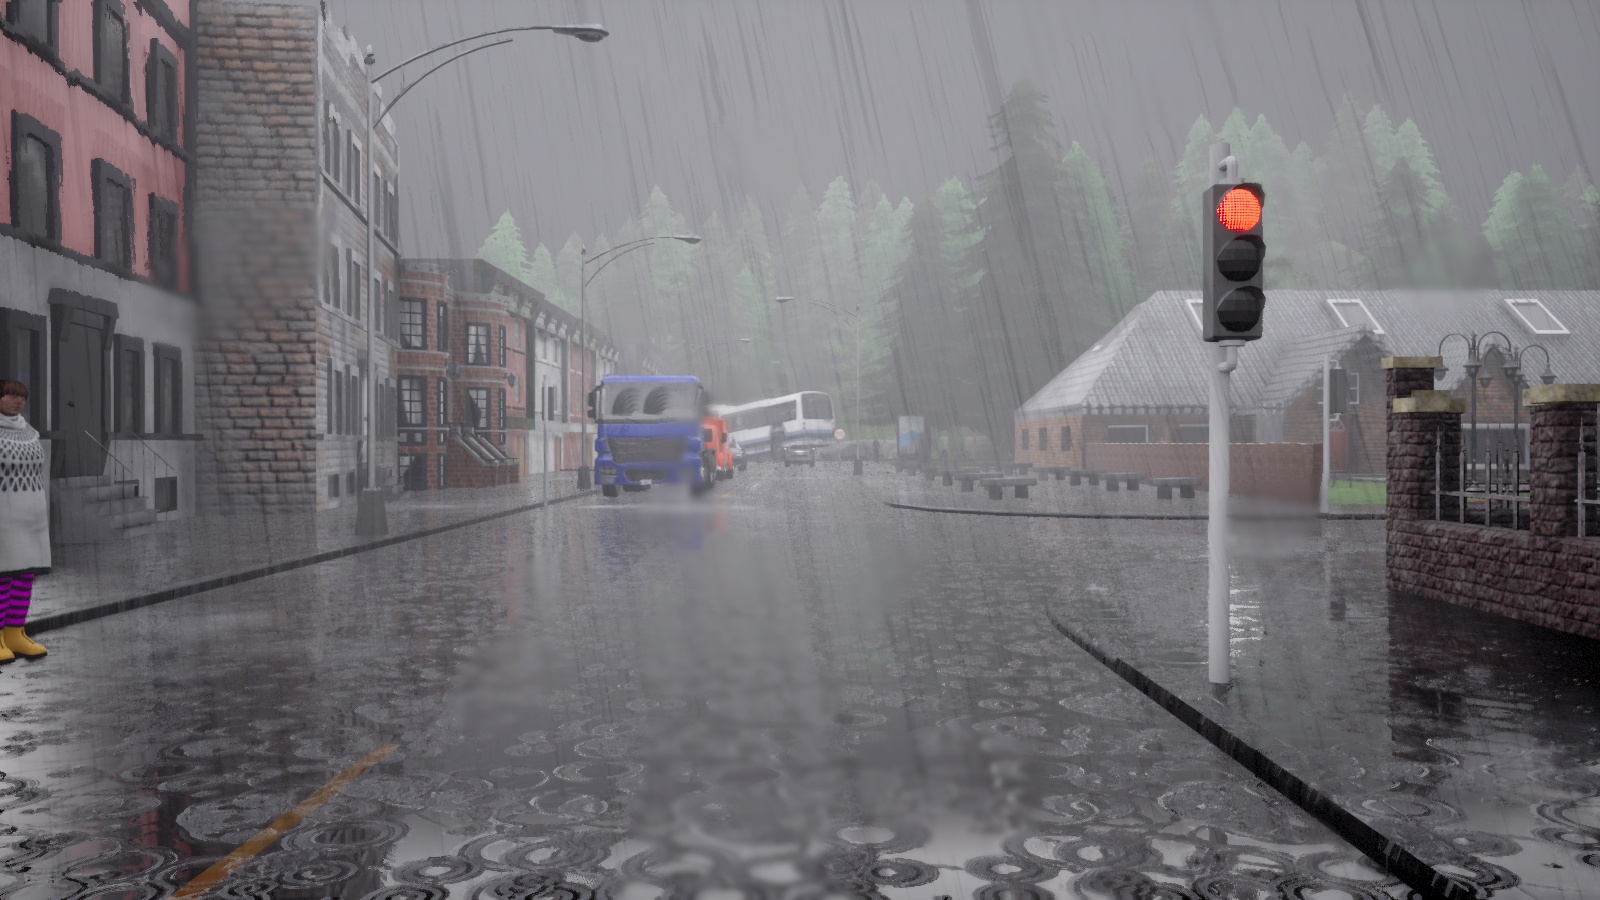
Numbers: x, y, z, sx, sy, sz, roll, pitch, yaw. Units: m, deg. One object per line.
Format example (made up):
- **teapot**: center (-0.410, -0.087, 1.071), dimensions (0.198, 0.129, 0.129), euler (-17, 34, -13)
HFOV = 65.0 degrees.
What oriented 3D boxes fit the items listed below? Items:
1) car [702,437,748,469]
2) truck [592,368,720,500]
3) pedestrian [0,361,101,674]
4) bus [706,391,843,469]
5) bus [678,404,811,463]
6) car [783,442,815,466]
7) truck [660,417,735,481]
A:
- **car**: center (-4.042, 0.136, 68.438), dimensions (2.152, 1.651, 5.027), euler (0, 0, 0)
- **truck**: center (-4.039, -0.448, 36.960), dimensions (2.891, 3.462, 7.936), euler (0, 0, 0)
- **pedestrian**: center (-5.228, 0.420, 8.297), dimensions (0.873, 1.952, 0.659), euler (0, 0, 21)
- **bus**: center (-1.995, -1.317, 89.908), dimensions (3.944, 4.253, 10.273), euler (0, -6, -40)
- **bus**: center (-4.167, -1.190, 96.832), dimensions (3.944, 4.253, 10.273), euler (-2, -2, 44)
- **car**: center (-0.034, 0.264, 79.408), dimensions (1.970, 1.475, 3.806), euler (0, 0, 0)
- **truck**: center (-4.057, -0.018, 50.853), dimensions (2.627, 2.467, 5.204), euler (0, -1, 0)
